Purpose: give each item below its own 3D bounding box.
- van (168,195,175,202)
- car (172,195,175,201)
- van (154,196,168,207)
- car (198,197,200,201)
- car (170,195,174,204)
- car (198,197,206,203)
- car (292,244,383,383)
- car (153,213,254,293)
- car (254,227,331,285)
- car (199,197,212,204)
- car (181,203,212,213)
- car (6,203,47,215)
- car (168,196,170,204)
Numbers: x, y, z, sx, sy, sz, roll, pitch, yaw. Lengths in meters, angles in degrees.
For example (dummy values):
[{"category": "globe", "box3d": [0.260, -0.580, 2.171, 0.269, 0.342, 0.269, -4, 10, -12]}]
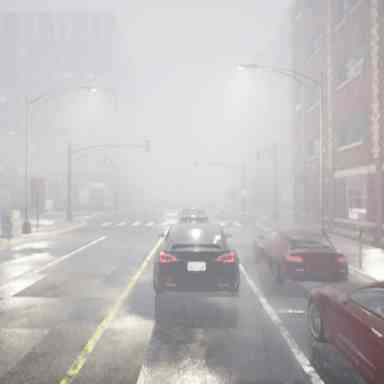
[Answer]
[{"category": "van", "box3d": [-5.712, 1.839, 92.508, 1.690, 1.788, 3.998, 1, 0, 0]}, {"category": "car", "box3d": [-5.711, 1.959, 81.033, 1.752, 1.417, 4.829, 1, 0, 0]}, {"category": "van", "box3d": [-5.699, 1.653, 58.595, 1.690, 1.788, 3.998, 1, 0, 0]}, {"category": "car", "box3d": [2.669, 1.979, 81.168, 1.887, 1.381, 4.507, 1, 0, 0]}, {"category": "car", "box3d": [-5.709, 1.986, 75.550, 1.802, 1.307, 4.206, 1, 0, 0]}, {"category": "car", "box3d": [2.667, 2.031, 86.819, 1.947, 1.339, 4.313, 1, 0, 0]}, {"category": "car", "box3d": [2.666, 1.602, 3.649, 1.802, 1.307, 4.206, 1, 0, 0]}, {"category": "car", "box3d": [0.098, 1.552, 9.042, 2.163, 1.488, 4.792, 0, 0, 0]}, {"category": "car", "box3d": [2.834, 1.632, 9.305, 1.802, 1.307, 4.206, 1, 0, 0]}, {"category": "car", "box3d": [2.678, 1.838, 58.728, 1.752, 1.417, 4.829, 1, 0, 0]}, {"category": "car", "box3d": [0.089, 1.657, 20.649, 2.033, 1.411, 5.357, 0, 0, 0]}, {"category": "car", "box3d": [-18.725, 1.919, 37.678, 4.313, 1.339, 1.947, 0, -1, 0]}, {"category": "car", "box3d": [-5.705, 1.924, 64.246, 1.802, 1.307, 4.206, 1, 0, 0]}]
